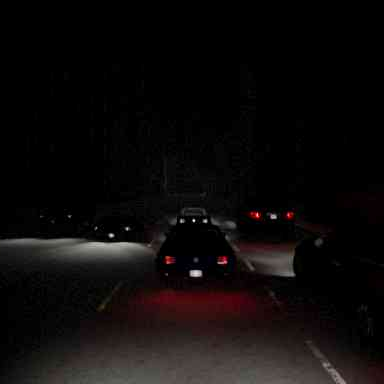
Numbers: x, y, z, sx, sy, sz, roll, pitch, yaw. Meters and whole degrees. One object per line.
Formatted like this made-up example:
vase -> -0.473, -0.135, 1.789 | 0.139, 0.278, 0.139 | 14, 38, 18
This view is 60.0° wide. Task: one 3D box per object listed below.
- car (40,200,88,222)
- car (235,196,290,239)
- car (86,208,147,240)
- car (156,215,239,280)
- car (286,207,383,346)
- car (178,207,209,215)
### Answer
car -> -7.004, 1.216, 19.056 | 1.812, 1.442, 4.674 | 0, 0, 0
car -> 3.604, 1.198, 17.331 | 2.150, 2.045, 5.566 | 0, 0, 0
car -> -3.523, 1.524, 17.262 | 2.033, 1.411, 5.357 | 0, 0, 0
car -> 0.096, 1.587, 9.882 | 1.895, 1.301, 4.718 | 0, 0, 0
car -> 3.591, 1.344, 6.502 | 2.097, 1.767, 4.553 | 0, 0, 0
car -> 0.095, 1.574, 20.069 | 1.895, 1.301, 4.718 | 0, 0, 0
